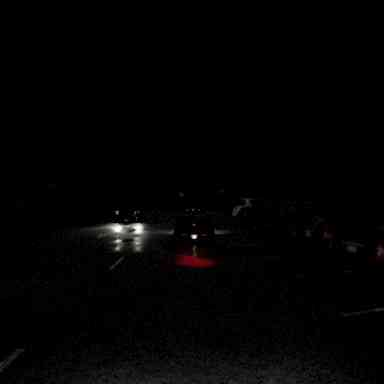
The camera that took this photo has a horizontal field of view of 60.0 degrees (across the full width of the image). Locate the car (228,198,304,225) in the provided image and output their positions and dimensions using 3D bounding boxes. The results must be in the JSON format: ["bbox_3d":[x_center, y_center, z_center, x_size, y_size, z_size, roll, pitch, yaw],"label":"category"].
[{"bbox_3d":[5.970,1.524,27.048,5.566,2.045,2.435,1,-1,-20],"label":"car"}]

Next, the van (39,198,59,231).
[{"bbox_3d":[-11.111,1.488,21.243,4.442,1.987,1.878,-1,0,-20],"label":"van"}]

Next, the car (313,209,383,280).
[{"bbox_3d":[5.918,1.458,8.889,4.553,1.767,2.185,1,-1,-20],"label":"car"}]

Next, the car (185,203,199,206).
[{"bbox_3d":[0.009,1.933,36.500,2.033,1.411,5.357,0,-1,-2],"label":"car"}]

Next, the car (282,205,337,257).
[{"bbox_3d":[5.910,1.490,11.918,4.553,1.767,2.185,1,-1,-20],"label":"car"}]

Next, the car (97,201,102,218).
[{"bbox_3d":[-10.983,1.834,30.183,4.792,1.488,2.163,-1,-1,-20],"label":"car"}]

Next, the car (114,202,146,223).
[{"bbox_3d":[-5.138,1.649,28.116,2.097,1.767,4.553,0,-1,0],"label":"car"}]

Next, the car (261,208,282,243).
[{"bbox_3d":[5.954,1.649,14.937,4.892,1.521,2.231,1,0,-20],"label":"car"}]

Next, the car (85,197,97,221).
[{"bbox_3d":[-10.978,1.523,27.220,5.566,2.045,2.435,-1,-1,-20],"label":"car"}]

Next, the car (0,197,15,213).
[{"bbox_3d":[-26.681,1.723,46.471,2.435,2.045,5.566,0,0,-19],"label":"car"}]

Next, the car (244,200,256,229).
[{"bbox_3d":[5.981,1.586,20.988,4.553,1.767,2.185,1,0,-20],"label":"car"}]

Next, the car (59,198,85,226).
[{"bbox_3d":[-10.980,1.492,24.260,5.566,2.045,2.435,-1,-1,-20],"label":"car"}]

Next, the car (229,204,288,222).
[{"bbox_3d":[5.965,1.836,30.069,4.792,1.488,2.163,1,-1,-20],"label":"car"}]

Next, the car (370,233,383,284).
[{"bbox_3d":[5.915,1.581,5.863,4.792,1.488,2.163,1,0,-20],"label":"car"}]

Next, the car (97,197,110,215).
[{"bbox_3d":[-11.024,1.584,33.103,5.566,2.045,2.435,-1,0,-20],"label":"car"}]

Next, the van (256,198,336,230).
[{"bbox_3d":[6.057,1.456,18.006,4.442,1.987,1.878,1,-1,-20],"label":"van"}]

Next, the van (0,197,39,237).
[{"bbox_3d":[-11.112,1.457,18.284,4.442,1.987,1.878,-1,0,-20],"label":"van"}]

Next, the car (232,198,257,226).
[{"bbox_3d":[5.929,1.491,23.988,5.566,2.045,2.435,1,0,-20],"label":"car"}]

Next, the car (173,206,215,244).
[{"bbox_3d":[0.100,1.684,16.700,1.837,1.490,4.892,0,-1,0],"label":"car"}]
